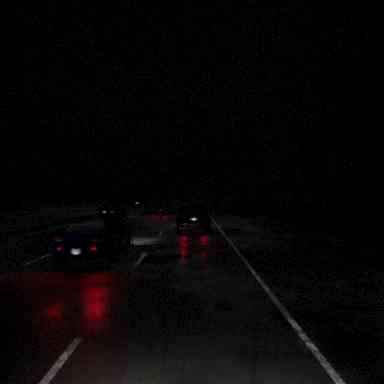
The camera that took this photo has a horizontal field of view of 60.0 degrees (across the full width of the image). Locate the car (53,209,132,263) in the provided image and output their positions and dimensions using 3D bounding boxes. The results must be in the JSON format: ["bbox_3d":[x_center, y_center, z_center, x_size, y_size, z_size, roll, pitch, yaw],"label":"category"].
[{"bbox_3d":[-3.395,1.569,12.026,1.812,1.442,4.674,0,0,0],"label":"car"}]

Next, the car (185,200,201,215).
[{"bbox_3d":[0.114,2.136,44.753,2.097,1.767,4.553,0,-4,0],"label":"car"}]

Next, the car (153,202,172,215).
[{"bbox_3d":[-3.388,1.880,38.485,2.128,1.511,4.902,0,-3,0],"label":"car"}]

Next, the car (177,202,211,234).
[{"bbox_3d":[0.106,1.502,19.916,2.033,1.649,4.856,0,0,0],"label":"car"}]

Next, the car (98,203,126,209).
[{"bbox_3d":[-6.891,1.657,28.716,2.033,1.411,5.357,0,0,0],"label":"car"}]
